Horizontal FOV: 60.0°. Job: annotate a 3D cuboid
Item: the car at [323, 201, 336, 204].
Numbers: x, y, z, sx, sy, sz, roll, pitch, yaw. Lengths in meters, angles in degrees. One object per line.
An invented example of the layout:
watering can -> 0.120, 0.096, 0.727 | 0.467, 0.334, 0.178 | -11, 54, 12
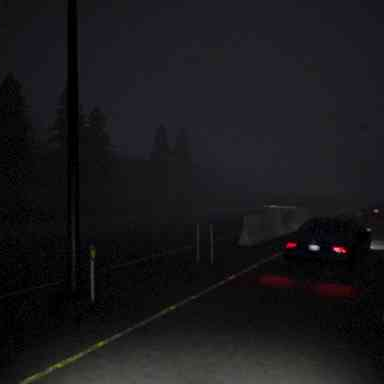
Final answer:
car -> 19.020, 1.356, 46.091 | 1.895, 1.301, 4.718 | 0, 0, 33

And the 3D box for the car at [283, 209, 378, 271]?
car -> 4.568, 1.489, 10.804 | 2.033, 1.411, 5.357 | 0, 0, 33

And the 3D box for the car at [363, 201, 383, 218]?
car -> 15.118, 1.402, 26.985 | 1.994, 1.385, 4.181 | 0, 0, 33
